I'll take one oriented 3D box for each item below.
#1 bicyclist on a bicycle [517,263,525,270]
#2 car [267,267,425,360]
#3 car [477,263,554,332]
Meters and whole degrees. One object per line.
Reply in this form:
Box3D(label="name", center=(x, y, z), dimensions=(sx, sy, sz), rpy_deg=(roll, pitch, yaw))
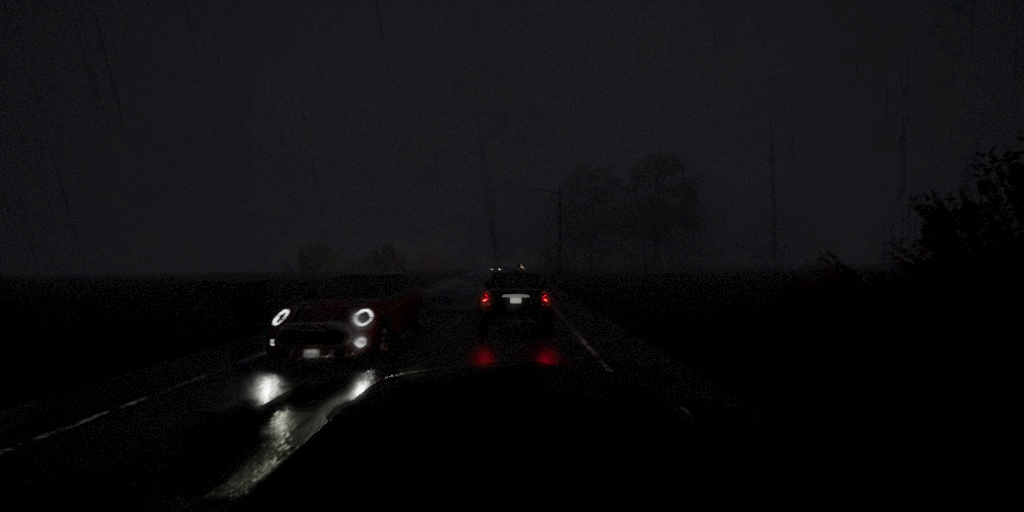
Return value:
Box3D(label="bicyclist on a bicycle", center=(0.958, 1.603, 36.756), dimensions=(0.866, 1.612, 1.509), rpy_deg=(0, -1, 0))
Box3D(label="car", center=(-3.604, 1.185, 8.691), dimensions=(2.097, 1.767, 4.553), rpy_deg=(0, -1, 0))
Box3D(label="car", center=(0.100, 1.218, 11.520), dimensions=(2.097, 1.767, 4.553), rpy_deg=(0, -1, 0))
